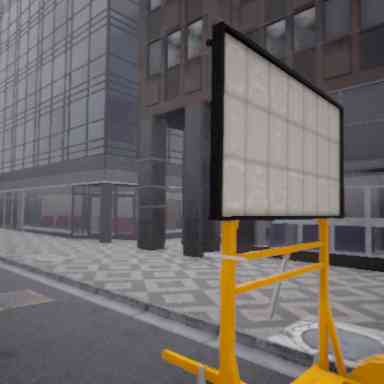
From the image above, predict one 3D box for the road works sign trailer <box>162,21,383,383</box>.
[{"bbox_3d":[0.750,0.648,3.163,2.880,3.560,2.380,-1,-4,42],"label":"road works sign trailer"}]
